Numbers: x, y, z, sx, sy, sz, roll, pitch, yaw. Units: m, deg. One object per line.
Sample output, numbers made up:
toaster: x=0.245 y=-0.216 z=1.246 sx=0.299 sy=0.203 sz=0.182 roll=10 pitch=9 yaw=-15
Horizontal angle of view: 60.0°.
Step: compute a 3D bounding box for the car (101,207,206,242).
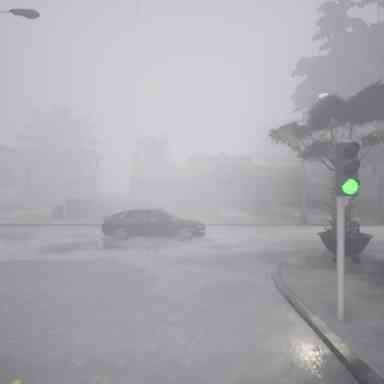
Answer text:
car: x=-1.788 y=1.489 z=15.779 sx=4.892 sy=1.490 sz=1.837 roll=0 pitch=0 yaw=0
